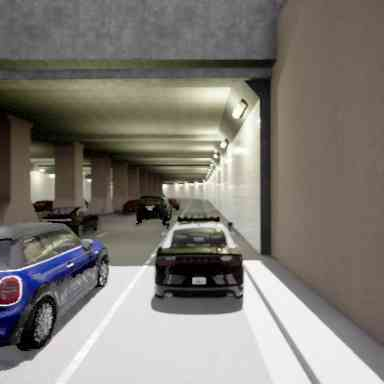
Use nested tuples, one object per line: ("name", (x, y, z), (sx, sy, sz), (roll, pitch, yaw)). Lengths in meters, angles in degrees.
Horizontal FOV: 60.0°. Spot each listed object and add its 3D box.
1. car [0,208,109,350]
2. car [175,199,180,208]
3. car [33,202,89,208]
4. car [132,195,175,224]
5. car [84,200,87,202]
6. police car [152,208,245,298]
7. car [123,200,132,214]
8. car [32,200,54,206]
("car", (-3.147, 1.376, 6.454), (2.097, 1.767, 4.553), (0, 0, 1))
("car", (-2.576, 1.608, 43.279), (1.812, 1.442, 4.674), (0, 0, 1))
("car", (-6.433, 1.547, 17.985), (2.128, 1.511, 4.902), (0, 0, 1))
("car", (-2.798, 1.274, 25.298), (2.150, 2.045, 5.566), (0, 0, 1))
("car", (-13.172, 1.446, 37.491), (2.128, 1.511, 4.902), (0, 0, 1))
("police car", (0.179, 1.439, 8.719), (1.930, 1.638, 5.238), (0, 0, 1))
("car", (-6.100, 1.562, 35.900), (1.882, 1.535, 5.008), (0, 0, 1))
("car", (-16.676, 1.612, 37.369), (1.882, 1.535, 5.008), (0, 0, 1))
